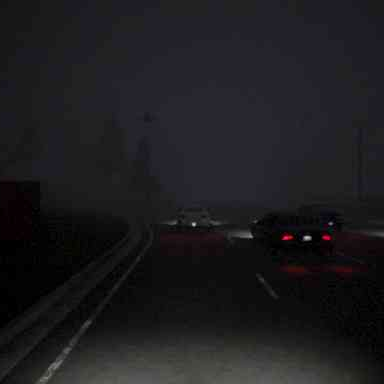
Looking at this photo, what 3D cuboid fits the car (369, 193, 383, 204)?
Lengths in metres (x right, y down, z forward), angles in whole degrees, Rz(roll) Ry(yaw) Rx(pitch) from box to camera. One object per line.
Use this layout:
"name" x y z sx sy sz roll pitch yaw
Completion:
"car" 29.777 0.914 50.019 5.566 2.045 2.150 0 1 31

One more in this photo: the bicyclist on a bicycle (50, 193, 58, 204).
"bicyclist on a bicycle" -21.422 0.983 51.673 0.582 1.620 1.656 0 1 17

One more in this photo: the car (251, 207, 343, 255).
"car" 3.594 1.468 12.858 2.033 1.411 5.357 0 0 0

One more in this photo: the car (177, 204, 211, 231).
"car" 0.095 1.406 19.307 1.812 1.442 4.674 0 0 0

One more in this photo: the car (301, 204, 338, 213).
"car" 7.095 1.407 19.299 1.812 1.442 4.674 0 0 0
